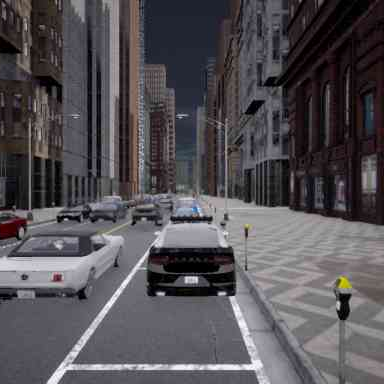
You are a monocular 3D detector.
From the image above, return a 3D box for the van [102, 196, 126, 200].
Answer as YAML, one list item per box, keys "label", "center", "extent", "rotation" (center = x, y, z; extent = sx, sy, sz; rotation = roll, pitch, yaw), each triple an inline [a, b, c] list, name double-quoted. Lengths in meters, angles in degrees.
- label: "van"
  center: [-8.911, 1.354, 36.996]
  extent: [1.690, 1.788, 3.998]
  rotation: [0, 0, 0]

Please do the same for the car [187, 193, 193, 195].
- label: "car"
  center: [-0.386, 1.465, 59.552]
  extent: [1.967, 1.590, 4.097]
  rotation: [0, 0, 0]

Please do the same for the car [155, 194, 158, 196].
- label: "car"
  center: [-8.911, 1.471, 70.817]
  extent: [1.967, 1.590, 4.097]
  rotation: [0, 0, 0]

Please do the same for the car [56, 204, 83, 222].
- label: "car"
  center: [-8.910, 1.573, 25.722]
  extent: [1.947, 1.339, 4.313]
  rotation: [0, 0, 0]

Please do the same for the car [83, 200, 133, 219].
- label: "car"
  center: [-6.246, 1.555, 25.444]
  extent: [2.033, 1.411, 5.357]
  rotation: [0, 0, 0]

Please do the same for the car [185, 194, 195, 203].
- label: "car"
  center: [-0.386, 1.346, 70.826]
  extent: [2.192, 1.841, 5.009]
  rotation: [0, 0, 0]

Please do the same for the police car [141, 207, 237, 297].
- label: "police car"
  center: [-0.012, 1.426, 8.760]
  extent: [1.930, 1.638, 5.238]
  rotation: [0, 0, 0]

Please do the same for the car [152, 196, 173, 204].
- label: "car"
  center: [-3.046, 1.505, 38.328]
  extent: [2.128, 1.511, 4.902]
  rotation: [0, 0, 0]

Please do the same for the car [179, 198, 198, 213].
- label: "car"
  center: [-0.386, 1.453, 37.008]
  extent: [1.967, 1.590, 4.097]
  rotation: [0, 0, 0]

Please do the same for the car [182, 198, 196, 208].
- label: "car"
  center: [-0.385, 1.570, 48.280]
  extent: [2.008, 1.369, 4.403]
  rotation: [0, 0, 0]

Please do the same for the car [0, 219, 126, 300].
- label: "car"
  center: [-3.045, 1.602, 8.358]
  extent: [1.895, 1.301, 4.718]
  rotation: [0, 0, 0]

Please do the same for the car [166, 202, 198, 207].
- label: "car"
  center: [-0.385, 1.530, 20.269]
  extent: [1.752, 1.417, 4.829]
  rotation: [0, 0, 0]

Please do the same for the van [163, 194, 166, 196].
- label: "van"
  center: [-8.911, 1.385, 93.363]
  extent: [1.690, 1.788, 3.998]
  rotation: [0, 0, 0]

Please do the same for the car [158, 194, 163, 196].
- label: "car"
  center: [-8.911, 1.478, 82.090]
  extent: [1.967, 1.590, 4.097]
  rotation: [0, 0, 0]

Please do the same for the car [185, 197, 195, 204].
- label: "car"
  center: [-0.385, 1.594, 65.189]
  extent: [1.947, 1.339, 4.313]
  rotation: [0, 0, 0]

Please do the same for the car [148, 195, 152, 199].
- label: "car"
  center: [-8.910, 1.570, 59.543]
  extent: [1.887, 1.381, 4.507]
  rotation: [0, 0, 0]

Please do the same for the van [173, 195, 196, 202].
- label: "van"
  center: [-0.386, 1.348, 25.735]
  extent: [1.690, 1.788, 3.998]
  rotation: [0, 0, 0]

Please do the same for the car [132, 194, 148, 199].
- label: "car"
  center: [-8.911, 1.337, 53.906]
  extent: [2.192, 1.841, 5.009]
  rotation: [0, 0, 0]

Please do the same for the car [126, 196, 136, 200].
- label: "car"
  center: [-8.910, 1.582, 42.633]
  extent: [1.947, 1.339, 4.313]
  rotation: [0, 0, 0]

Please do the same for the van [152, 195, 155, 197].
- label: "van"
  center: [-8.911, 1.369, 65.180]
  extent: [1.690, 1.788, 3.998]
  rotation: [0, 0, 0]

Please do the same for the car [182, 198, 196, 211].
- label: "car"
  center: [-0.385, 1.541, 42.814]
  extent: [1.752, 1.417, 4.829]
  rotation: [0, 0, 0]

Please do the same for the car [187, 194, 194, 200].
- label: "car"
  center: [-0.386, 1.484, 93.370]
  extent: [1.967, 1.590, 4.097]
  rotation: [0, 0, 0]

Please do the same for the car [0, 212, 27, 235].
- label: "car"
  center: [-8.910, 1.547, 14.449]
  extent: [1.887, 1.381, 4.507]
  rotation: [0, 0, 0]

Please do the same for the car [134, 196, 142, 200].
- label: "car"
  center: [-8.910, 1.585, 48.269]
  extent: [1.947, 1.339, 4.313]
  rotation: [0, 0, 0]

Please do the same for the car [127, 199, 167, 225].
- label: "car"
  center: [-3.146, 1.511, 24.156]
  extent: [1.837, 1.490, 4.892]
  rotation: [0, 0, 0]
